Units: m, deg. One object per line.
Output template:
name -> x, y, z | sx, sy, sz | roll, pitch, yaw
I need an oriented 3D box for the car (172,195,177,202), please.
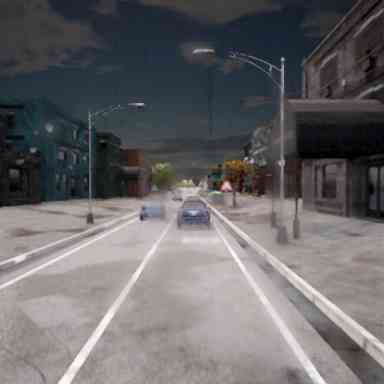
car -> -2.993, 1.283, 68.075 | 1.994, 1.385, 4.181 | 0, 0, 0

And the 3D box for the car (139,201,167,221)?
car -> -3.094, 1.475, 27.125 | 1.812, 1.442, 4.674 | 0, 0, 0

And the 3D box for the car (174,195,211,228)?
car -> 0.103, 1.317, 22.072 | 2.097, 1.767, 4.553 | 0, 0, 0

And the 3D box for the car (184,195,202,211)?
car -> 0.105, 1.244, 39.770 | 2.097, 1.767, 4.553 | 0, 0, 0
